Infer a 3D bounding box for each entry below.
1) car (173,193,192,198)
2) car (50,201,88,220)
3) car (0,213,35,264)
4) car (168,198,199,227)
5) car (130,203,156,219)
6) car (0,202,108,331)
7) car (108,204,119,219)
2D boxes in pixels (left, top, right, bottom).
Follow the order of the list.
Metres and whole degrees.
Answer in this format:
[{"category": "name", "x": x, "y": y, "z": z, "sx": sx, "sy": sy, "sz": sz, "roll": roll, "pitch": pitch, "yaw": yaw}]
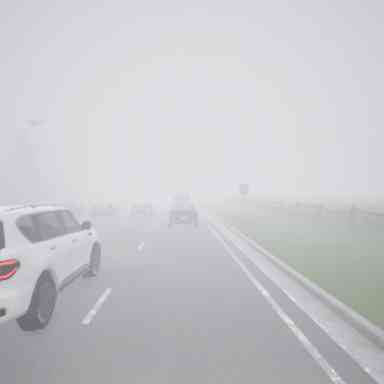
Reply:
[{"category": "car", "x": -1.203, "y": 1.201, "z": 40.928, "sx": 2.150, "sy": 2.045, "sz": 5.566, "roll": -1, "pitch": 0, "yaw": -2}, {"category": "car", "x": -11.371, "y": 1.671, "z": 31.089, "sx": 1.837, "sy": 1.490, "sz": 4.892, "roll": -1, "pitch": 0, "yaw": -2}, {"category": "car", "x": -7.193, "y": 1.618, "z": 10.950, "sx": 1.837, "sy": 1.490, "sz": 4.892, "roll": -1, "pitch": 0, "yaw": -2}, {"category": "car", "x": -0.588, "y": 1.465, "z": 22.702, "sx": 1.882, "sy": 1.535, "sz": 5.008, "roll": -1, "pitch": 0, "yaw": -2}, {"category": "car", "x": -4.337, "y": 1.646, "z": 30.213, "sx": 1.895, "sy": 1.301, "sz": 4.718, "roll": -1, "pitch": 0, "yaw": -2}, {"category": "car", "x": -3.568, "y": 1.276, "z": 7.073, "sx": 2.150, "sy": 2.045, "sz": 5.566, "roll": -1, "pitch": 0, "yaw": -2}, {"category": "car", "x": -7.835, "y": 1.706, "z": 30.096, "sx": 1.895, "sy": 1.301, "sz": 4.718, "roll": -1, "pitch": 0, "yaw": -2}]
